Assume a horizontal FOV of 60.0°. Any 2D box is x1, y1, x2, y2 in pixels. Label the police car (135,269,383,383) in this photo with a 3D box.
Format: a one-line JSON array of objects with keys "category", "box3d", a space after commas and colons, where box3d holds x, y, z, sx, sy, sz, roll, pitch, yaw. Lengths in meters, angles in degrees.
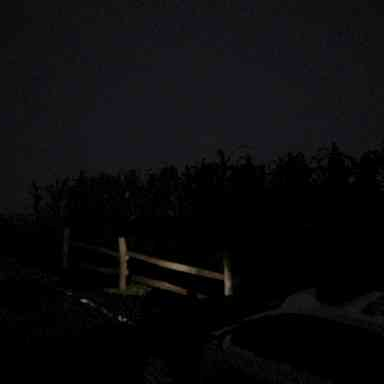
[{"category": "police car", "box3d": [1.339, 1.592, 3.117, 1.930, 1.638, 5.238, 3, -3, -43]}]
